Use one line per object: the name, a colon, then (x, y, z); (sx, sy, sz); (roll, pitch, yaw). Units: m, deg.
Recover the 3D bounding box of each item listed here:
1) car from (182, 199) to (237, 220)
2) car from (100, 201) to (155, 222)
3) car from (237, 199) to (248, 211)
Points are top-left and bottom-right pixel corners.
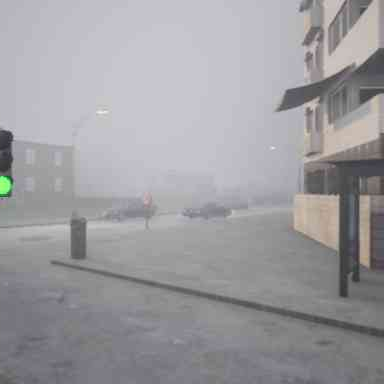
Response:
car: (1.350, 1.525, 27.916); (2.033, 1.411, 5.357); (0, 0, 35)
car: (-4.976, 1.463, 26.105); (2.128, 1.511, 4.902); (0, 0, 35)
car: (5.188, 1.536, 40.348); (1.994, 1.385, 4.181); (0, 0, 36)
